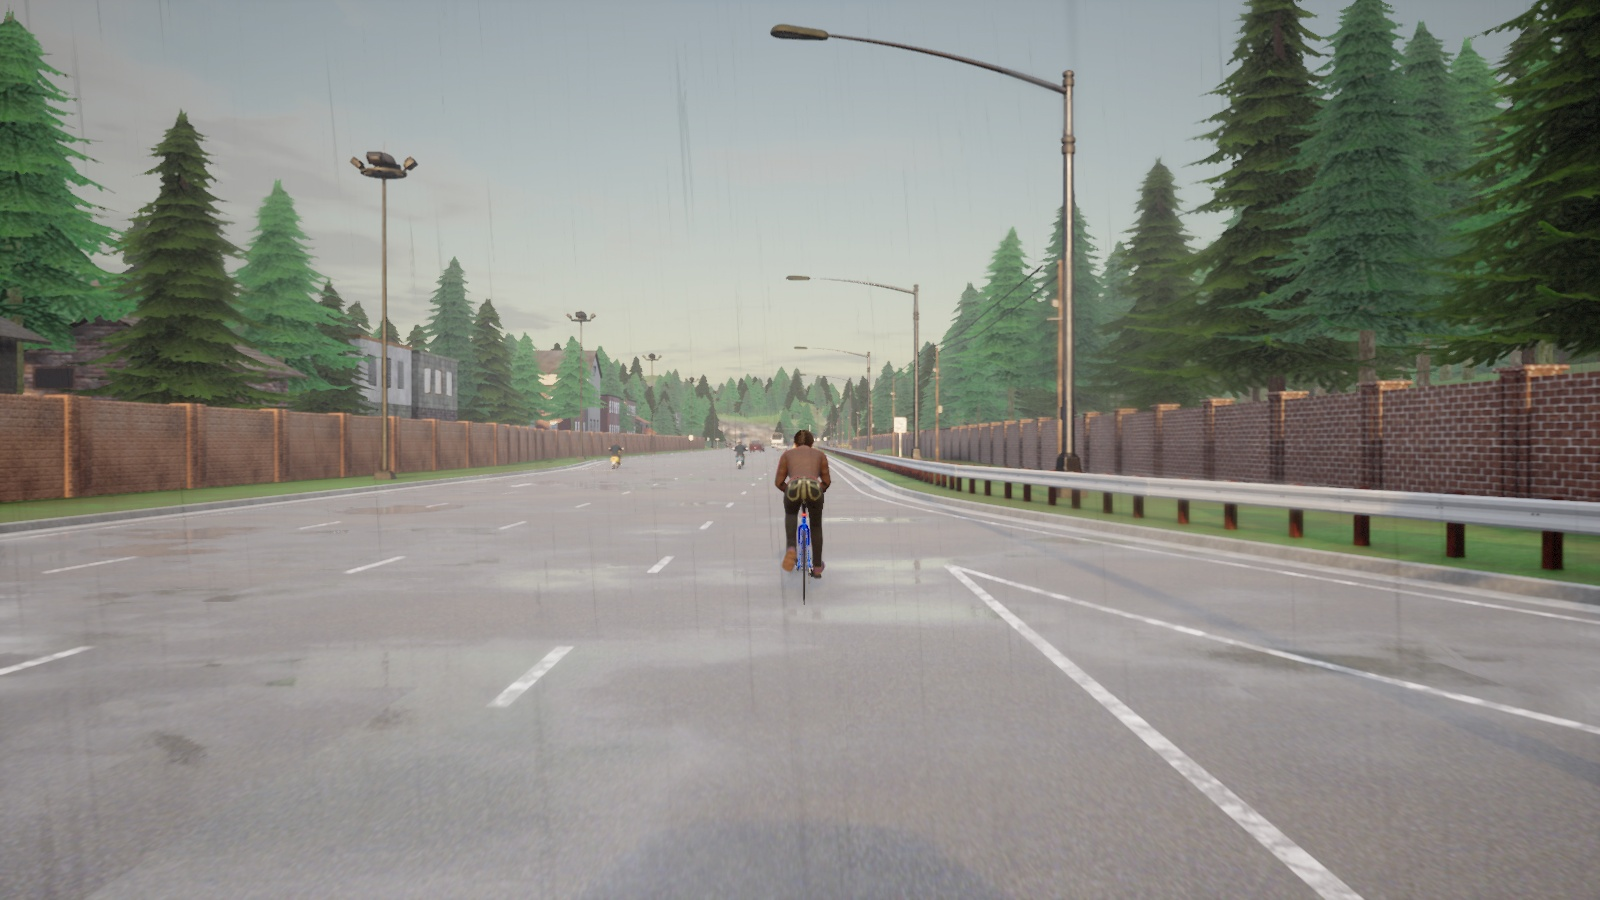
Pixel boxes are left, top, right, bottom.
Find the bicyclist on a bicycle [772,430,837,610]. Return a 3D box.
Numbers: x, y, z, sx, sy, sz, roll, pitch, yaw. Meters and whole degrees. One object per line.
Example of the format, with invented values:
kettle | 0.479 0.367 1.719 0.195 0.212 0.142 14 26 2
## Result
bicyclist on a bicycle | 0.040 0.628 12.110 0.582 1.620 1.656 0 0 0
